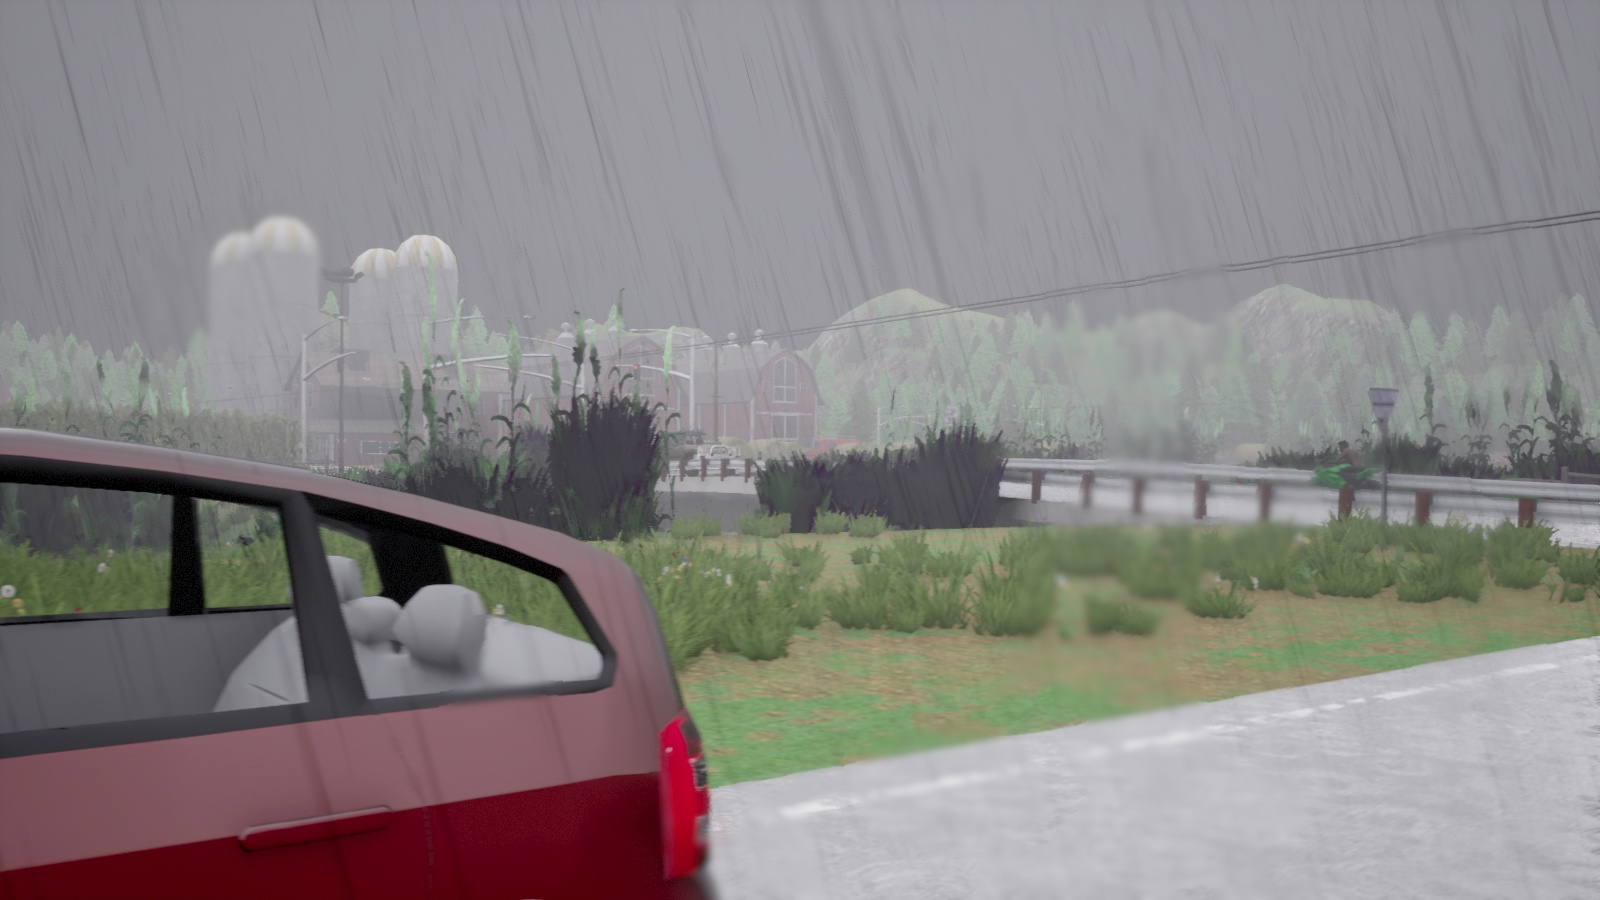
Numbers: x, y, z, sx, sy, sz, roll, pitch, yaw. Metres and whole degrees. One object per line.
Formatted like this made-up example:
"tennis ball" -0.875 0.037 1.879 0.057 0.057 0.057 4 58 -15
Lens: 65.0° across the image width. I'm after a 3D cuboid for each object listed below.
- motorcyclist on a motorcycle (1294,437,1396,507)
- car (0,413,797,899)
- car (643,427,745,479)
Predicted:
"motorcyclist on a motorcycle" 12.674 0.489 29.252 0.797 1.523 2.044 0 2 -33
"car" -2.037 0.731 1.876 3.705 1.549 1.789 0 0 -35
"car" -4.182 0.146 48.863 1.932 1.855 4.605 0 -2 -34
